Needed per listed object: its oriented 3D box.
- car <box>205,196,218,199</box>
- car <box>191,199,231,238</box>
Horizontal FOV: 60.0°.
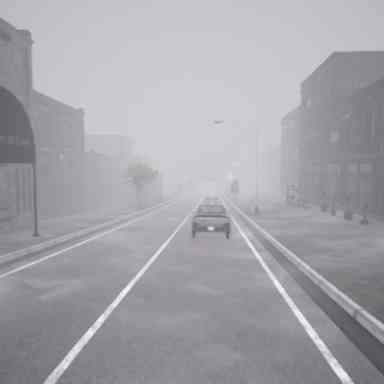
[{"bbox_3d":[2.087,1.145,35.730,2.033,1.411,5.357,0,1,3],"label":"car"},{"bbox_3d":[0.981,1.382,17.215,2.128,1.511,4.902,0,1,3],"label":"car"}]
